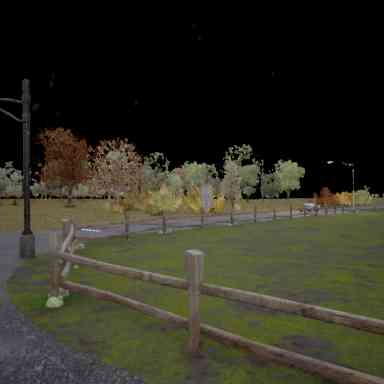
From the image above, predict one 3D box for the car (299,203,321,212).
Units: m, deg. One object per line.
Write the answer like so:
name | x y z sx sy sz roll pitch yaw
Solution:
car | 18.818 2.449 53.000 2.033 1.411 5.357 -1 -2 40
